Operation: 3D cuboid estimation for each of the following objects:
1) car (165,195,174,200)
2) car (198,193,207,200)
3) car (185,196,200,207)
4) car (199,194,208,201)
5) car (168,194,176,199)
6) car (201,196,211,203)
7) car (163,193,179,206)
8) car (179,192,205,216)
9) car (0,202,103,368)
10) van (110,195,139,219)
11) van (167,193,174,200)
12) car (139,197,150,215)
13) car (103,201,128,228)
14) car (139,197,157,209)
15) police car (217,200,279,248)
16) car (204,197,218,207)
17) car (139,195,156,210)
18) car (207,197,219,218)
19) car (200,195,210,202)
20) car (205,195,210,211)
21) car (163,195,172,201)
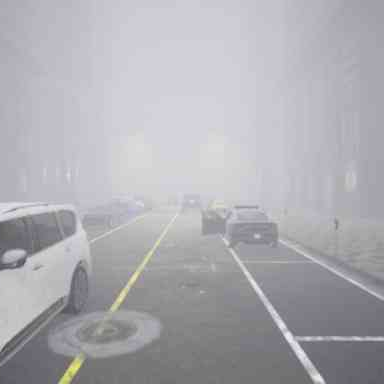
[{"bbox_3d":[-5.742,1.402,83.593,1.947,1.339,4.313,0,0,0],"label":"car"},{"bbox_3d":[2.784,1.143,89.225,2.192,1.841,5.009,0,0,0],"label":"car"},{"bbox_3d":[0.013,1.384,49.416,2.128,1.511,4.902,0,0,0],"label":"car"},{"bbox_3d":[2.781,1.285,77.987,1.967,1.590,4.097,0,0,0],"label":"car"},{"bbox_3d":[-5.740,1.364,94.830,1.887,1.381,4.507,0,0,0],"label":"car"},{"bbox_3d":[2.779,1.428,66.750,1.947,1.339,4.313,0,0,0],"label":"car"},{"bbox_3d":[-2.990,1.382,51.642,2.128,1.511,4.902,0,0,0],"label":"car"},{"bbox_3d":[0.047,1.138,36.670,2.150,2.045,5.566,0,0,1],"label":"car"},{"bbox_3d":[-3.098,1.210,4.567,2.150,2.045,5.566,0,0,0],"label":"car"},{"bbox_3d":[-5.756,1.279,27.409,1.690,1.788,3.998,0,0,0],"label":"van"},{"bbox_3d":[-5.741,1.169,89.211,1.690,1.788,3.998,0,0,0],"label":"van"},{"bbox_3d":[-5.755,1.477,33.027,2.008,1.369,4.403,0,0,0],"label":"car"},{"bbox_3d":[-5.757,1.495,21.790,1.887,1.381,4.507,0,0,0],"label":"car"},{"bbox_3d":[-5.752,1.428,44.095,1.752,1.417,4.829,0,0,0],"label":"car"},{"bbox_3d":[2.369,1.391,14.657,1.930,1.638,5.238,0,0,0],"label":"police car"},{"bbox_3d":[2.775,1.473,49.894,1.802,1.307,4.206,0,0,0],"label":"car"},{"bbox_3d":[-5.753,1.230,38.645,2.192,1.841,5.009,0,0,0],"label":"car"},{"bbox_3d":[2.771,1.451,33.207,1.752,1.417,4.829,0,0,0],"label":"car"},{"bbox_3d":[2.780,1.398,72.369,1.887,1.381,4.507,0,0,0],"label":"car"},{"bbox_3d":[2.773,1.485,44.275,1.802,1.307,4.206,0,0,0],"label":"car"},{"bbox_3d":[-5.744,1.427,77.975,1.802,1.307,4.206,0,0,0],"label":"car"}]
